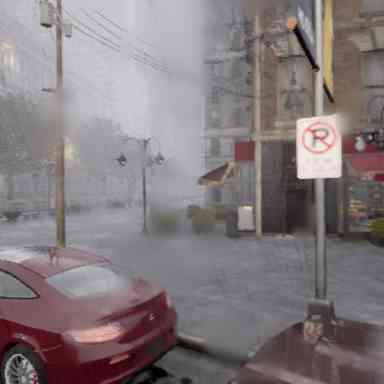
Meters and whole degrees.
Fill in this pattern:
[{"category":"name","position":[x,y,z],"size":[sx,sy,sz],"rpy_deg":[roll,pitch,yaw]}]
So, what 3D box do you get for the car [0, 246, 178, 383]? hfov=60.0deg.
[{"category":"car","position":[-2.415,1.528,4.768],"size":[4.674,1.452,2.002],"rpy_deg":[0,0,29]}]
